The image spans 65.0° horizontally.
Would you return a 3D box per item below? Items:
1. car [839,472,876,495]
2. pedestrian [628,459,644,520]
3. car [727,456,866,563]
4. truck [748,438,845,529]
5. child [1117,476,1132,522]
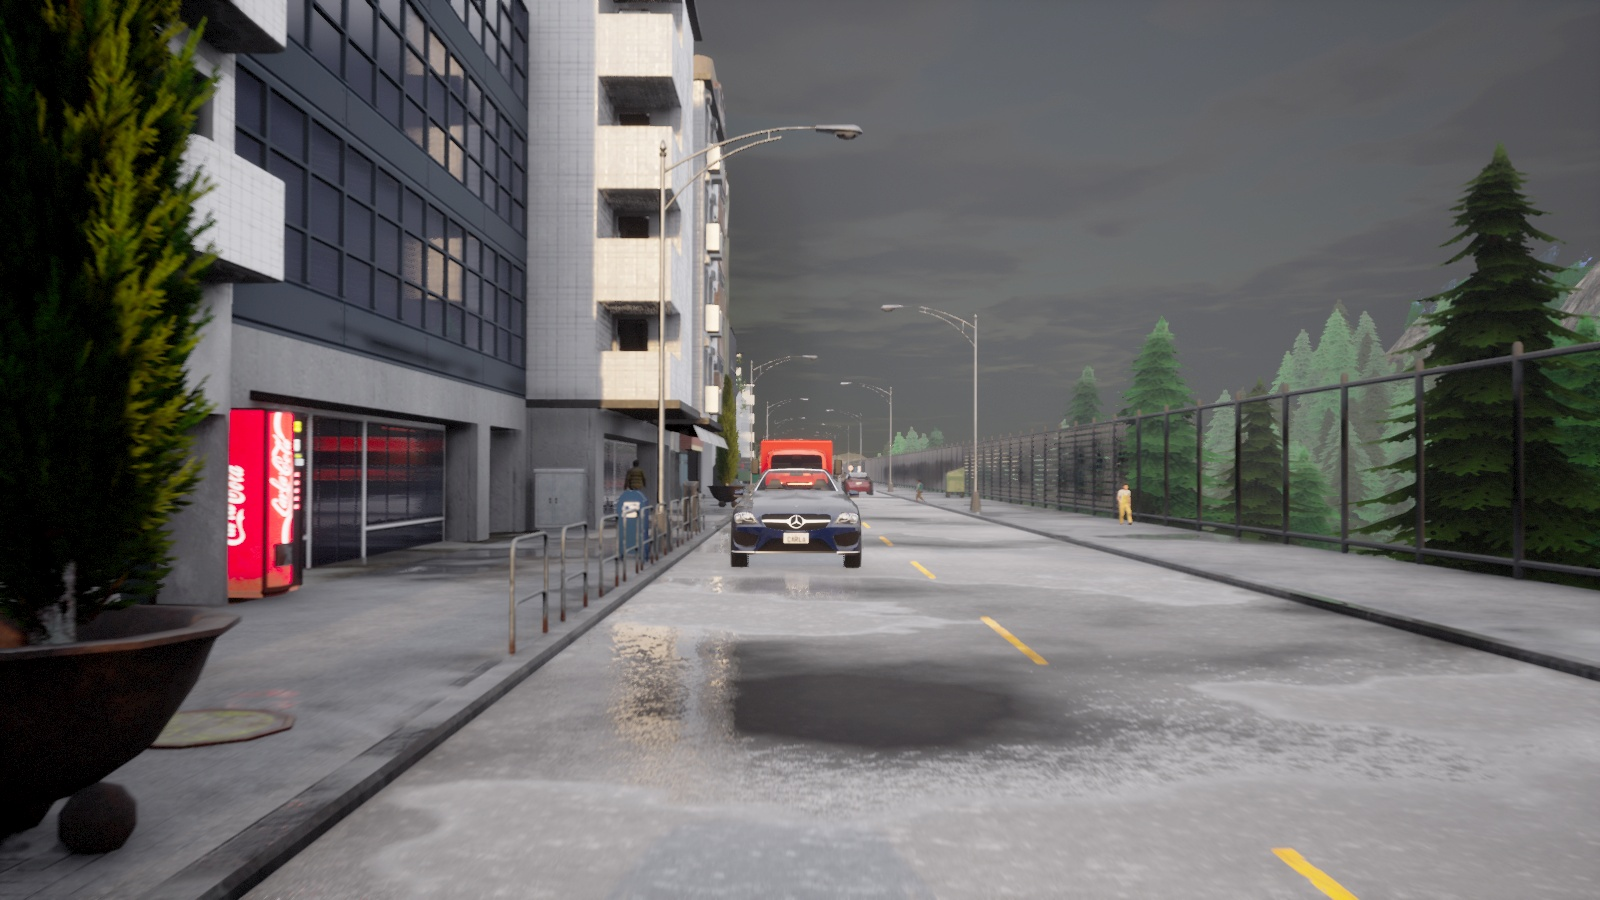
[{"bbox_3d":[3.785,2.194,83.326,2.163,1.488,4.792,0,-1,0],"label":"car"},{"bbox_3d":[-4.980,1.184,38.188,0.370,1.835,0.726,0,-1,0],"label":"pedestrian"},{"bbox_3d":[-0.058,0.962,22.028,2.152,1.651,5.027,0,-1,0],"label":"car"},{"bbox_3d":[-0.097,0.945,36.866,2.627,2.467,5.204,0,-1,0],"label":"truck"},{"bbox_3d":[9.046,1.354,34.972,0.270,1.263,0.437,0,-1,-4],"label":"child"}]
